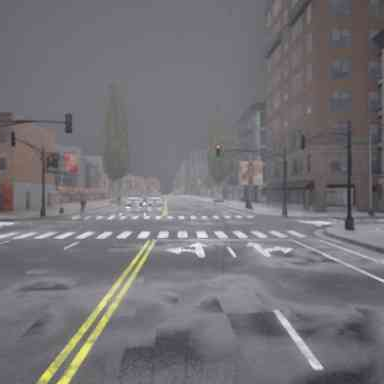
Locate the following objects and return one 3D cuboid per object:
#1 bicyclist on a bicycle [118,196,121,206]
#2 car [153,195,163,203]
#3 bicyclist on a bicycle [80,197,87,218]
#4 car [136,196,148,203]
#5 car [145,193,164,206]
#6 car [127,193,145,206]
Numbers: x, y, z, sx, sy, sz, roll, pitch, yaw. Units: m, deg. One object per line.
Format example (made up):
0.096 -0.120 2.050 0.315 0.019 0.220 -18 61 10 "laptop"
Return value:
-11.562 1.459 52.856 0.582 1.620 1.656 0 0 -2 "bicyclist on a bicycle"
-7.046 1.415 69.319 1.837 1.490 4.892 0 0 -4 "car"
-9.631 1.363 29.282 0.659 1.776 1.843 0 0 -4 "bicyclist on a bicycle"
-10.290 1.542 69.124 2.128 1.511 4.902 0 0 -4 "car"
-5.928 1.227 53.878 2.150 2.045 5.566 0 0 -4 "car"
-9.156 1.226 53.484 2.150 2.045 5.566 0 0 -4 "car"
